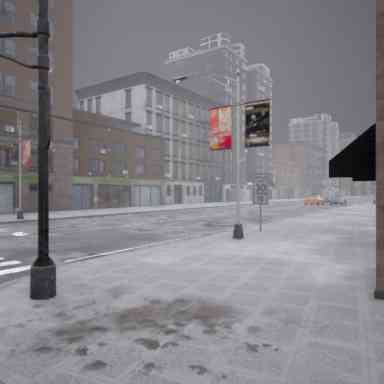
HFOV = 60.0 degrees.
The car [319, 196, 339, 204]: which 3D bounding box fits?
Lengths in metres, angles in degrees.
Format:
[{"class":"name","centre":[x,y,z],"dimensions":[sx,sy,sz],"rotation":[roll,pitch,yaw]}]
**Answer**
[{"class":"car","centre":[24.889,1.374,60.272],"dimensions":[2.033,1.411,5.357],"rotation":[0,0,37]}]

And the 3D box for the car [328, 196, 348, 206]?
[{"class":"car","centre":[22.728,1.377,51.466],"dimensions":[2.033,1.411,5.357],"rotation":[0,0,34]}]

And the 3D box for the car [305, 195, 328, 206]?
[{"class":"car","centre":[19.300,1.182,52.250],"dimensions":[2.097,1.767,4.553],"rotation":[0,0,35]}]
